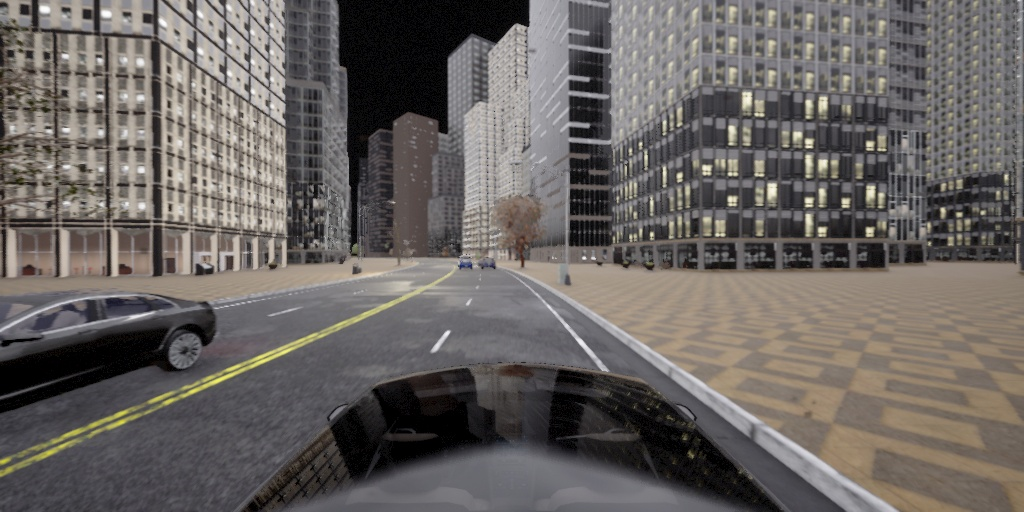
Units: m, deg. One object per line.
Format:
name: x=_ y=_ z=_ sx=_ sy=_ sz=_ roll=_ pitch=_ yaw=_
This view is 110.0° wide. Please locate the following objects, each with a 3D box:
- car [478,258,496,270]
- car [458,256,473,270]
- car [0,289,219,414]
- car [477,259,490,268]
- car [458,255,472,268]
car: x=-3.518 y=1.053 z=53.185 sx=2.097 sy=1.767 sz=4.553 roll=0 pitch=0 yaw=-8
car: x=-6.649 y=1.195 z=52.072 sx=1.882 sy=1.535 sz=5.008 roll=0 pitch=0 yaw=-8
car: x=-6.615 y=1.266 z=4.891 sx=2.128 sy=1.511 sz=4.902 roll=0 pitch=0 yaw=0
car: x=-5.026 y=1.286 z=63.102 sx=1.895 sy=1.301 sz=4.718 roll=0 pitch=0 yaw=-9
car: x=-8.265 y=0.933 z=62.765 sx=2.150 sy=2.045 sz=5.566 roll=0 pitch=0 yaw=-9
